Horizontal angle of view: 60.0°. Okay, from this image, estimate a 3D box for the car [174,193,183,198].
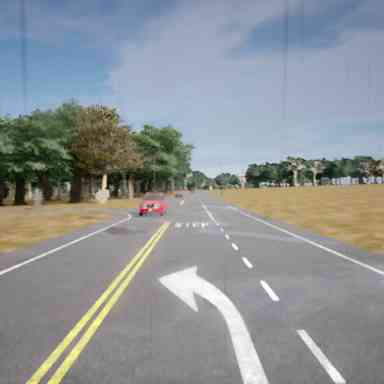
[{"bbox_3d":[-3.366,0.870,83.700,1.994,1.385,4.181,0,1,3],"label":"car"}]

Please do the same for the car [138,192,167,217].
[{"bbox_3d":[-3.512,1.095,30.688,2.150,2.045,5.566,0,1,0],"label":"car"}]
